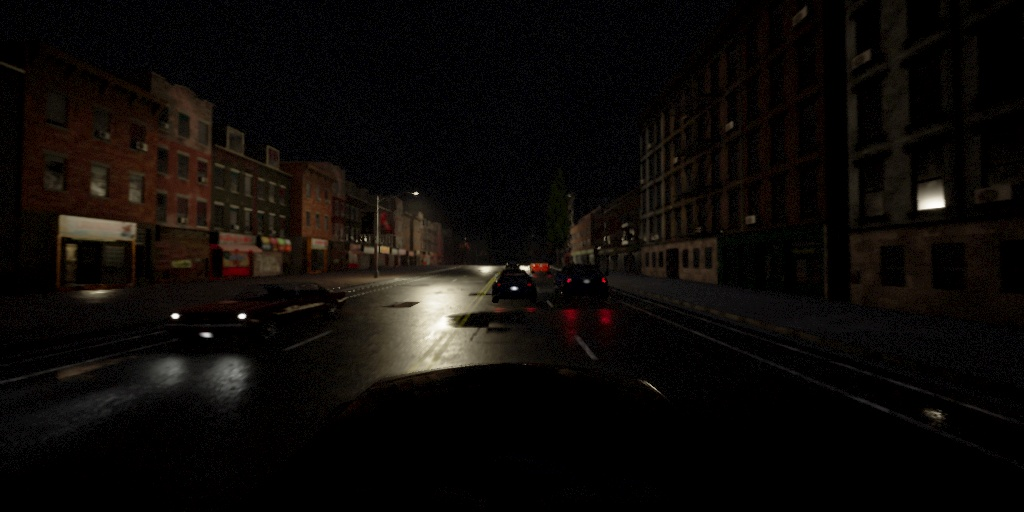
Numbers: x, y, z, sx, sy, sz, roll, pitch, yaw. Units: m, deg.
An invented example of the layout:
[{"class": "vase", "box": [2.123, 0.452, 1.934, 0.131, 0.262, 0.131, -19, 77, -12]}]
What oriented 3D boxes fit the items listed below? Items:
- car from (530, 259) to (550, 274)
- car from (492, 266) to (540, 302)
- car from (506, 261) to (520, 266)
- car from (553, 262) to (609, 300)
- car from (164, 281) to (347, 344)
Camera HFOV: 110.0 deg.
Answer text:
[{"class": "car", "box": [3.343, 1.216, 43.527, 2.097, 1.767, 4.553, 0, 0, 0]}, {"class": "car", "box": [0.099, 1.367, 17.334, 1.994, 1.385, 4.181, 0, 0, 0]}, {"class": "car", "box": [0.093, 1.386, 49.038, 2.128, 1.511, 4.902, 0, 0, 0]}, {"class": "car", "box": [3.339, 1.156, 18.130, 2.097, 1.767, 4.553, 0, 0, 0]}, {"class": "car", "box": [-6.515, 1.384, 9.860, 1.895, 1.301, 4.718, 0, 0, 0]}]
